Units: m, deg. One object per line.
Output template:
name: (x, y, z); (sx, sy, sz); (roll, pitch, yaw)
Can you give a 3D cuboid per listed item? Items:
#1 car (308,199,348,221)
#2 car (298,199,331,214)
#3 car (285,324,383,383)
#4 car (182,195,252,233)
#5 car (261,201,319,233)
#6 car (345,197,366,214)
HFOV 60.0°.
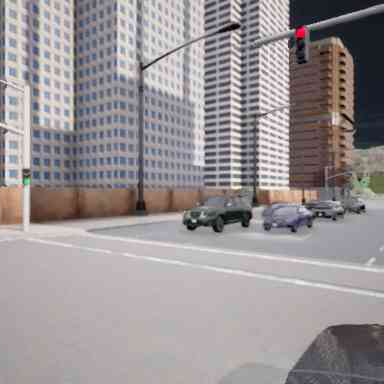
car: (10.996, 1.561, 27.076); (1.994, 1.385, 4.181); (0, 0, 36)
car: (13.573, 1.544, 36.561); (2.033, 1.411, 5.357); (0, 0, 36)
car: (3.200, 1.548, 1.709); (5.357, 1.411, 2.033); (0, 0, 35)
car: (1.718, 1.219, 20.262); (2.150, 2.045, 5.566); (0, 0, 36)
car: (5.859, 1.524, 19.982); (1.812, 1.442, 4.674); (0, 0, 36)
car: (16.811, 1.349, 35.052); (2.097, 1.767, 4.553); (0, 0, 36)
